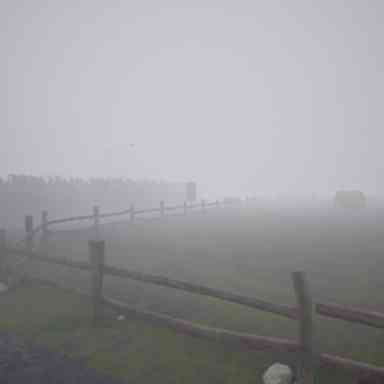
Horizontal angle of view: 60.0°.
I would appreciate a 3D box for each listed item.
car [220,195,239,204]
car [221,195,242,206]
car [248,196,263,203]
[{"bbox_3d":[6.816,1.396,60.313,1.837,1.490,4.892,-2,-1,25],"label":"car"},{"bbox_3d":[6.093,1.358,50.550,1.837,1.490,4.892,-2,0,25],"label":"car"},{"bbox_3d":[12.305,1.357,63.793,1.895,1.301,4.718,-2,0,25],"label":"car"}]
